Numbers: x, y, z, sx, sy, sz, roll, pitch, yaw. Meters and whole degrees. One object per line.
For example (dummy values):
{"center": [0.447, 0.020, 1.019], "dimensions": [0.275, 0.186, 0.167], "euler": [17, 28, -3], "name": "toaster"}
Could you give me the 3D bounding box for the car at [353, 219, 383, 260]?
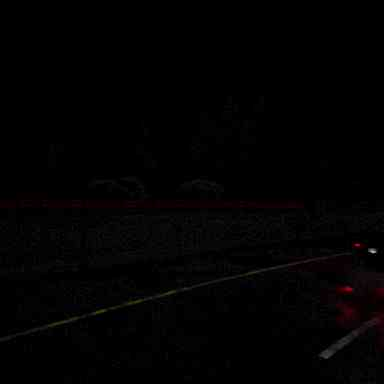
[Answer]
{"center": [7.279, 1.566, 11.085], "dimensions": [4.674, 1.442, 1.812], "euler": [0, 0, -33], "name": "car"}
